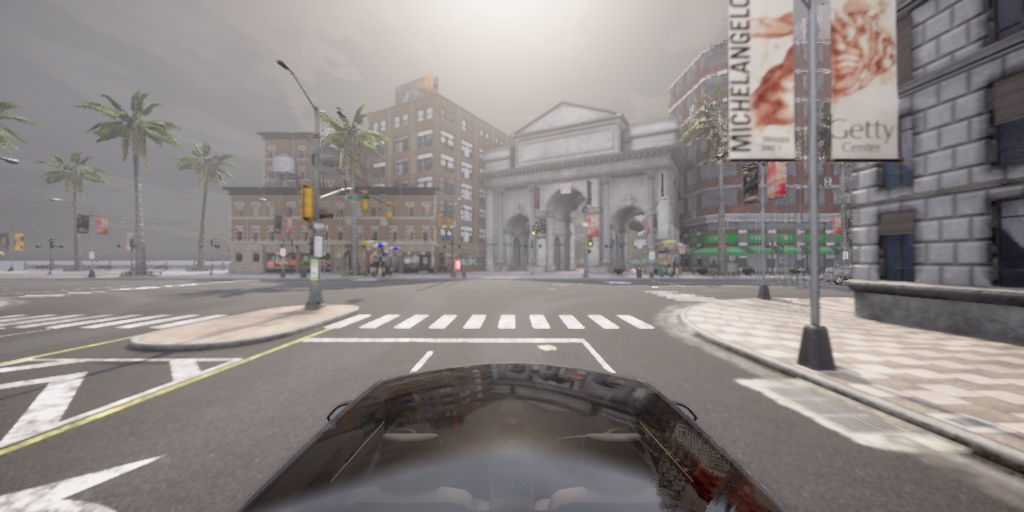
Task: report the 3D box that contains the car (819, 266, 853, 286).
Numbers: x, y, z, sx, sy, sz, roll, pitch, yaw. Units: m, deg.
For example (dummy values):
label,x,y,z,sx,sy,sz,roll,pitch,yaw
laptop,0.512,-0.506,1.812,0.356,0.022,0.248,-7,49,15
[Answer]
label,x,y,z,sx,sy,sz,roll,pitch,yaw
car,27.096,1.562,28.845,4.902,1.511,2.128,0,-1,1
